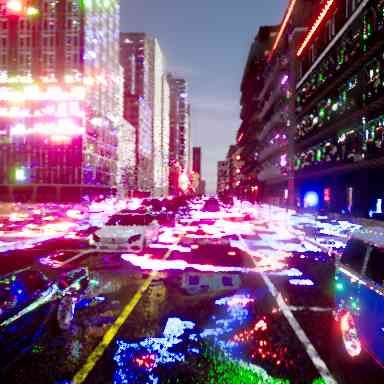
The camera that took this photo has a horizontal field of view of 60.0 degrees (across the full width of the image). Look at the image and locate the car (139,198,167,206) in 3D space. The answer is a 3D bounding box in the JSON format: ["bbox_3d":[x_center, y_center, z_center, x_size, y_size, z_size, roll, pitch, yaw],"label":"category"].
[{"bbox_3d":[-3.908,1.394,31.523,1.967,1.590,4.097,1,0,3],"label":"car"}]

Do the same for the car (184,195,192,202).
[{"bbox_3d":[-0.983,1.564,81.061,1.752,1.417,4.829,1,0,3],"label":"car"}]

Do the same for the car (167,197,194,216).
[{"bbox_3d":[-1.171,1.539,33.052,2.033,1.411,5.357,1,0,4],"label":"car"}]

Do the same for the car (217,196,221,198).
[{"bbox_3d":[2.968,1.622,49.803,1.994,1.385,4.181,1,0,4],"label":"car"}]

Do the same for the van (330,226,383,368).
[{"bbox_3d":[2.829,1.379,3.414,1.690,1.788,3.998,1,0,3],"label":"van"}]

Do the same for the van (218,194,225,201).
[{"bbox_3d":[8.046,1.517,91.782,1.690,1.788,3.998,1,0,3],"label":"van"}]

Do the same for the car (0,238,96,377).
[{"bbox_3d":[-2.945,1.562,3.933,1.895,1.301,4.718,1,0,3],"label":"car"}]

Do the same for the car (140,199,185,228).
[{"bbox_3d":[-1.843,1.456,22.402,1.882,1.535,5.008,1,0,4],"label":"car"}]

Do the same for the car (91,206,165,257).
[{"bbox_3d":[-2.406,1.494,13.023,1.812,1.442,4.674,1,0,4],"label":"car"}]

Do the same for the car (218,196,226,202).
[{"bbox_3d":[7.717,1.745,86.260,1.802,1.307,4.206,1,0,3],"label":"car"}]

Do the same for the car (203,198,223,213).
[{"bbox_3d":[2.292,1.642,38.316,1.895,1.301,4.718,1,0,3],"label":"car"}]

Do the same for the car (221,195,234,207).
[{"bbox_3d":[5.761,1.649,53.121,2.008,1.369,4.403,1,0,3],"label":"car"}]

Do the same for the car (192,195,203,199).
[{"bbox_3d":[1.568,1.358,78.568,1.812,1.442,4.674,1,0,3],"label":"car"}]

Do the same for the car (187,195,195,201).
[{"bbox_3d":[-0.322,1.647,92.277,1.802,1.307,4.206,1,0,3],"label":"car"}]
